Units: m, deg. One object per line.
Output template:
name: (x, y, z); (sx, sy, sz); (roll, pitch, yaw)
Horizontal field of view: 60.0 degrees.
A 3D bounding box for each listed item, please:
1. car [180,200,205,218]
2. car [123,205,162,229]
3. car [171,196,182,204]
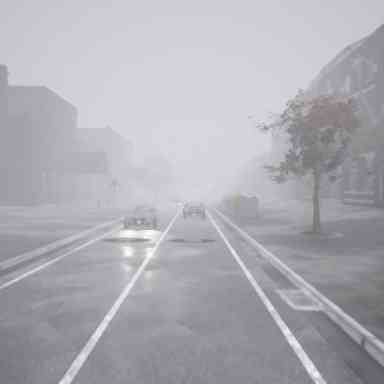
car: (0.184, 1.525, 29.428); (1.895, 1.301, 4.718); (0, 0, 0)
car: (-3.038, 1.517, 21.030); (1.994, 1.385, 4.181); (0, 0, 0)
car: (-2.837, 1.473, 62.595); (1.994, 1.385, 4.181); (0, 0, 1)
